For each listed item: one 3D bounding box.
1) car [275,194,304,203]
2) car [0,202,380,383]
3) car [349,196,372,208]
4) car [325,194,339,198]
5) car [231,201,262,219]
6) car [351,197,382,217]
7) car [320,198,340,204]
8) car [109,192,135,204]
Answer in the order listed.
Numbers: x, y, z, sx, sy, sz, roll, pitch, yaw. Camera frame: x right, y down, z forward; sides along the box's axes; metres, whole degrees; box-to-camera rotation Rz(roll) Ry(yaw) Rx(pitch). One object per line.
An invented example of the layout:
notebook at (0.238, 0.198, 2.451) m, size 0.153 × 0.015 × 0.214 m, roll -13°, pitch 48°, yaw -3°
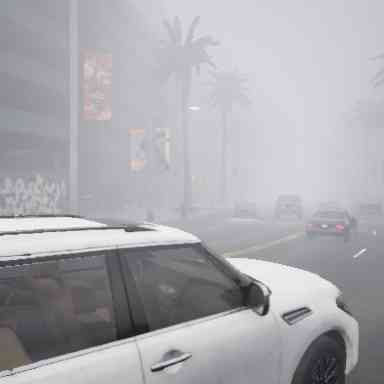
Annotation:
car at (8.584, 1.210, 29.305) m, size 2.150 × 2.045 × 5.566 m, roll 0°, pitch 0°, yaw 18°
car at (-0.842, 1.222, 2.762) m, size 5.566 × 2.045 × 2.150 m, roll 0°, pitch 0°, yaw -38°
car at (24.785, 1.461, 49.062) m, size 2.231 × 1.521 × 4.892 m, roll 0°, pitch 0°, yaw 16°
car at (32.877, 1.318, 77.300) m, size 2.185 × 1.767 × 4.553 m, roll 0°, pitch 0°, yaw 16°
car at (4.901, 1.546, 29.402) m, size 1.994 × 1.385 × 4.181 m, roll 0°, pitch 0°, yaw 19°
car at (16.674, 1.465, 31.843) m, size 1.882 × 1.535 × 5.008 m, roll 0°, pitch 0°, yaw 16°
car at (12.818, 1.533, 31.150) m, size 2.033 × 1.411 × 5.357 m, roll 0°, pitch 0°, yaw 16°
car at (-10.836, 0.982, 51.444) m, size 2.435 × 2.045 × 5.566 m, roll 0°, pitch 0°, yaw 16°
